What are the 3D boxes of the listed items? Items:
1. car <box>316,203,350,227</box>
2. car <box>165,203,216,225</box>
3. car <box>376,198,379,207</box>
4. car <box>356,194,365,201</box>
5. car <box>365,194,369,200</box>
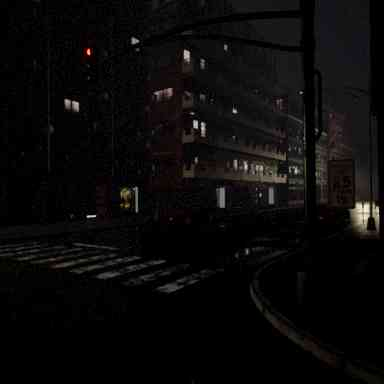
[{"bbox_3d":[8.882,1.372,21.305,1.887,1.381,4.507,-1,0,36],"label":"car"},{"bbox_3d":[-0.044,1.515,23.697,1.887,1.381,4.507,-1,0,36],"label":"car"},{"bbox_3d":[25.702,1.229,44.410,1.752,1.417,4.829,-1,0,36],"label":"car"},{"bbox_3d":[35.651,1.293,72.136,1.802,1.307,4.206,-1,0,36],"label":"car"},{"bbox_3d":[42.373,1.231,81.300,1.947,1.339,4.313,-1,0,36],"label":"car"}]
